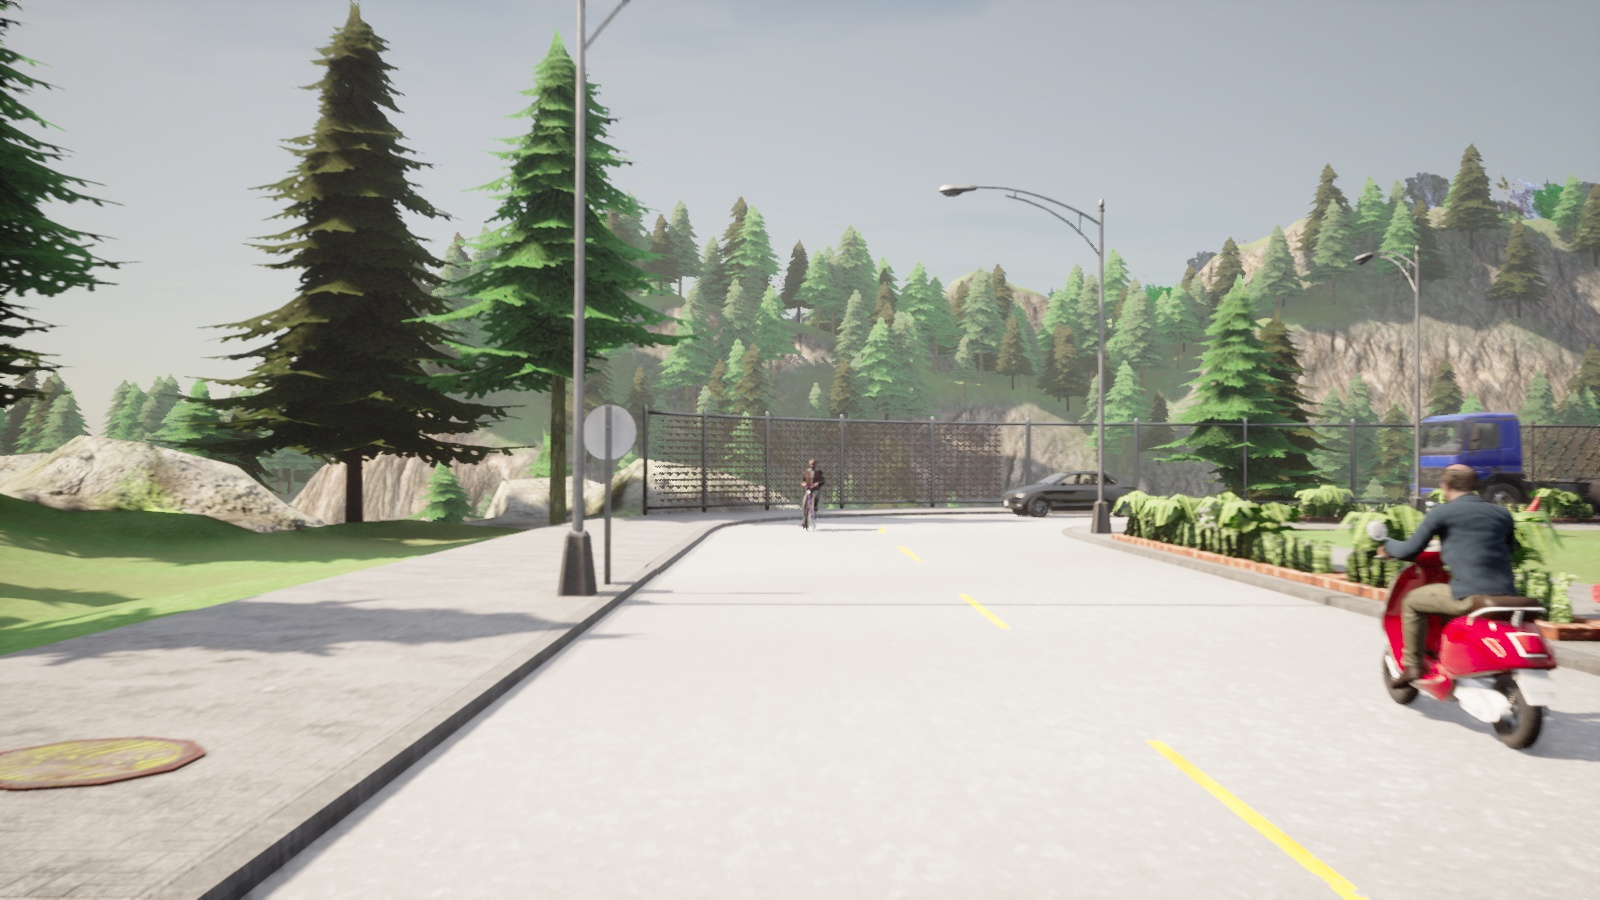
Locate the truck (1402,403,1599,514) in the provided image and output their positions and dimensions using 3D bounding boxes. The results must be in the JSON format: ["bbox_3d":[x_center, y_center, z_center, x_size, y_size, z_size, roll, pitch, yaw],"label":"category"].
[{"bbox_3d":[24.217,0.279,40.781,7.936,3.462,2.891,0,-1,0],"label":"truck"}]

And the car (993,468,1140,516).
[{"bbox_3d":[8.502,1.331,40.212,4.193,1.474,1.816,0,-1,-10],"label":"car"}]

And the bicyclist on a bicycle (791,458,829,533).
[{"bbox_3d":[0.249,1.092,30.598,0.659,1.776,1.843,1,-1,8],"label":"bicyclist on a bicycle"}]

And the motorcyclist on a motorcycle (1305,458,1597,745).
[{"bbox_3d":[3.980,0.853,7.883,0.866,1.590,1.817,0,-1,0],"label":"motorcyclist on a motorcycle"}]
